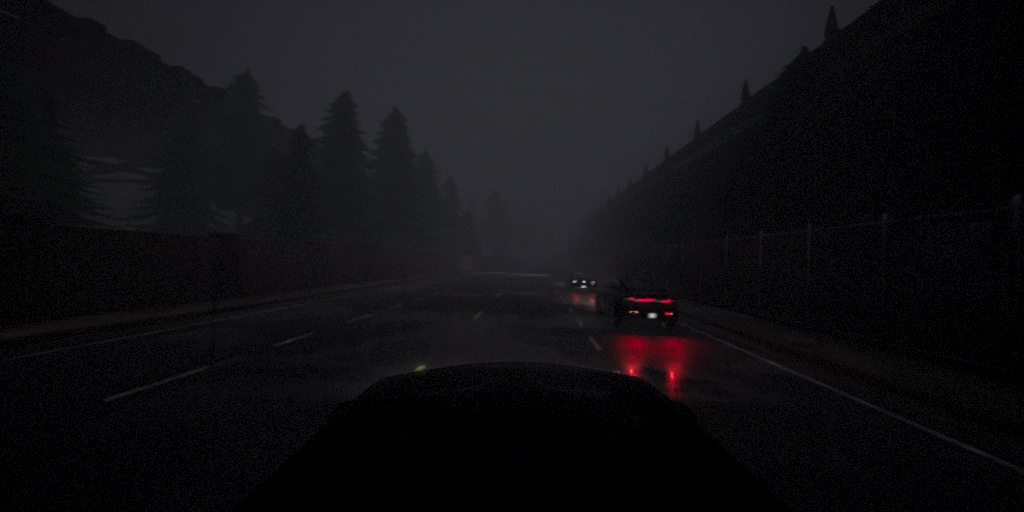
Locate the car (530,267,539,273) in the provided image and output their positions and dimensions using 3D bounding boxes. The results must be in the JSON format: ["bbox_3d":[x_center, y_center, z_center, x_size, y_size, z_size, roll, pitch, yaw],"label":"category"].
[{"bbox_3d":[5.029,2.235,58.982,1.895,1.301,4.718,1,-1,42],"label":"car"}]

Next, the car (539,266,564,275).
[{"bbox_3d":[6.744,2.248,55.619,1.895,1.301,4.718,1,-1,40],"label":"car"}]

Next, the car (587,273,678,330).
[{"bbox_3d":[4.120,1.508,12.492,2.128,1.511,4.902,2,-1,4],"label":"car"}]

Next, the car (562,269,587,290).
[{"bbox_3d":[5.043,1.826,26.576,1.895,1.301,4.718,2,-1,4],"label":"car"}]
